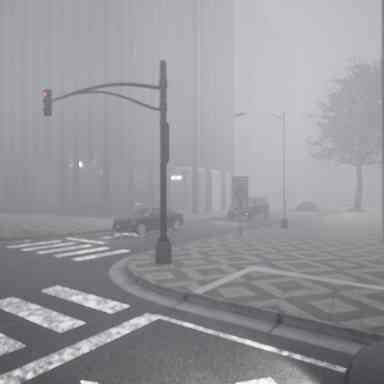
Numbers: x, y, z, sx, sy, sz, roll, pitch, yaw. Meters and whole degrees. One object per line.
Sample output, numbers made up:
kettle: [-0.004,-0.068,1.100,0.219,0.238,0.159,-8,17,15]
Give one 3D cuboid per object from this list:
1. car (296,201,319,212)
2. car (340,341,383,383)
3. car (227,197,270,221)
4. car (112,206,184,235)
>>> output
car: [15.862,1.958,45.517,1.837,1.490,4.892,0,-1,36]
car: [2.875,1.566,1.633,4.181,1.385,1.994,0,0,36]
car: [5.436,1.491,31.081,2.150,2.045,5.566,0,-1,36]
car: [-2.520,1.623,19.991,1.882,1.535,5.008,0,-1,36]
